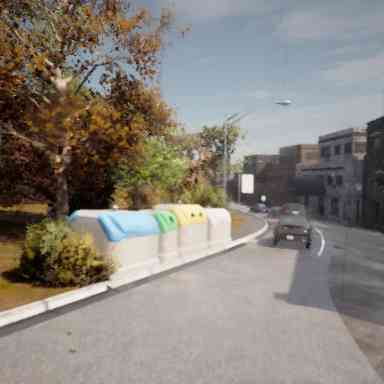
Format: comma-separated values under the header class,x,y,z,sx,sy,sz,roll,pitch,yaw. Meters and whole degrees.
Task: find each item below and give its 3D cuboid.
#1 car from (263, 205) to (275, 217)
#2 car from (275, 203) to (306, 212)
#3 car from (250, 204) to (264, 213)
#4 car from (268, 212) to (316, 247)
class,x,y,z,sx,sy,sz,roll,pitch,yaw
car,10.889,2.598,42.797,1.837,1.490,4.892,1,0,2
car,9.731,2.142,32.431,2.150,2.045,5.566,1,-2,10
car,10.688,2.577,53.122,1.812,1.442,4.674,0,1,-8
car,5.612,2.052,18.286,1.837,1.490,4.892,2,-2,21
